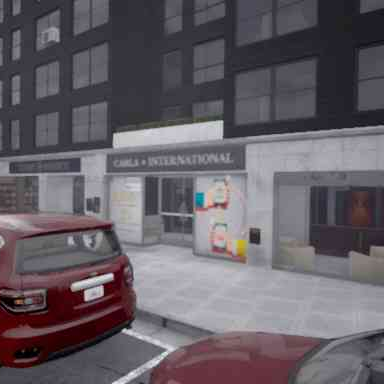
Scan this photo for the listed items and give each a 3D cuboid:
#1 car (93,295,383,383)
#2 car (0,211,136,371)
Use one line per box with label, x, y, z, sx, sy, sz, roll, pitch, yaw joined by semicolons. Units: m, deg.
car;1.517;1.585;1.996;4.206;1.307;1.802;1;1;35
car;-3.091;1.223;5.276;5.009;1.841;2.192;1;1;35
